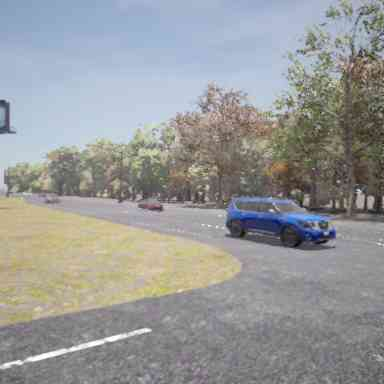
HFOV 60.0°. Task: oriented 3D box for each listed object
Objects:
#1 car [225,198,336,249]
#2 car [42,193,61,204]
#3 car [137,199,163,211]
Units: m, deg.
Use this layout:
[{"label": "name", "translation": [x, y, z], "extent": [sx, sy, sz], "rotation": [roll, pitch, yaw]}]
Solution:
[{"label": "car", "translation": [3.925, 1.322, 15.848], "extent": [2.150, 2.045, 5.566], "rotation": [1, 0, -35]}, {"label": "car", "translation": [-23.810, 1.147, 56.933], "extent": [2.097, 1.767, 4.553], "rotation": [1, 0, -32]}, {"label": "car", "translation": [-5.304, 1.593, 41.902], "extent": [1.994, 1.385, 4.181], "rotation": [1, 0, -34]}]
